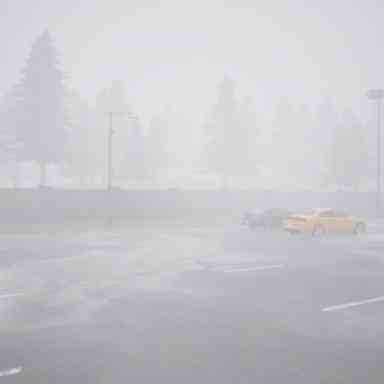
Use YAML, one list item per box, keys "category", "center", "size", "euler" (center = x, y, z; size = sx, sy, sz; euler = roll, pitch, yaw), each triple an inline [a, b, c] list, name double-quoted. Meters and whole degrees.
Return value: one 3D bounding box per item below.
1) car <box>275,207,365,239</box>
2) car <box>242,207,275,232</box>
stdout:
- category: "car"
  center: [7.339, 1.619, 18.339]
  size: [5.008, 1.535, 1.882]
  euler: [1, 0, -26]
- category: "car"
  center: [5.427, 1.668, 21.320]
  size: [4.674, 1.442, 1.812]
  euler: [1, 0, -26]
